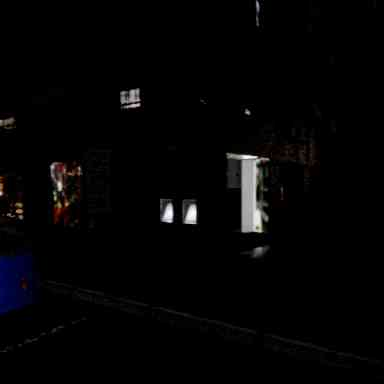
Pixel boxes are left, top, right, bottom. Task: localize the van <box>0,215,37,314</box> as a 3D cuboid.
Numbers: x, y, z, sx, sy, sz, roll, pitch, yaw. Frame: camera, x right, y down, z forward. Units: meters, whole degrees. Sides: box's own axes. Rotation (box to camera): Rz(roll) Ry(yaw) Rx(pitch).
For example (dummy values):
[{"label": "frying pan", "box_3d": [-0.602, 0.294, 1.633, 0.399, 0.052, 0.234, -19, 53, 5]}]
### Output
[{"label": "van", "box_3d": [-4.514, 1.256, 5.886, 3.998, 1.788, 1.690, 0, 3, 33]}]
